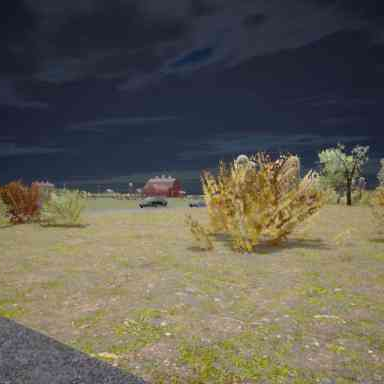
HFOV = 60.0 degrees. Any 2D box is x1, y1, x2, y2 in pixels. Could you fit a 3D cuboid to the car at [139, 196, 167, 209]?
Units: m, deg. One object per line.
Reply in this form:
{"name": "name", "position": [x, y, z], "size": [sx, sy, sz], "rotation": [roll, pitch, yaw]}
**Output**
{"name": "car", "position": [-6.552, 1.744, 56.851], "size": [2.150, 2.045, 5.566], "rotation": [-1, -1, 36]}

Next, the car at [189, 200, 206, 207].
{"name": "car", "position": [1.316, 2.119, 61.541], "size": [1.994, 1.385, 4.181], "rotation": [-1, -1, 36]}
